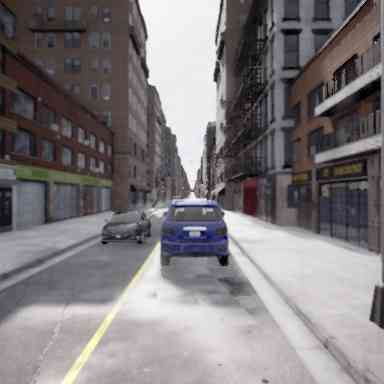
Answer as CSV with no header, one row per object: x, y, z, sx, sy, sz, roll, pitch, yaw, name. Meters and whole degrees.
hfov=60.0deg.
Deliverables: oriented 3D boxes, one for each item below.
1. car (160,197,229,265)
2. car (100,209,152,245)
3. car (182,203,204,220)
0.090,1.333,12.292,2.150,2.045,5.566,0,-1,0,car
-3.101,1.653,16.444,1.837,1.490,4.892,0,-1,0,car
0.098,1.833,32.574,2.033,1.411,5.357,0,0,0,car
